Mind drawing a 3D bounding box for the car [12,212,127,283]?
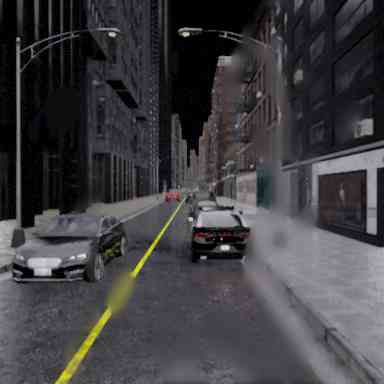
[{"bbox_3d":[-3.104,1.370,9.365,2.128,1.511,4.902,0,1,0],"label":"car"}]

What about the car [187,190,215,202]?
[{"bbox_3d":[0.894,0.874,27.501,2.150,2.045,5.566,0,1,0],"label":"car"}]

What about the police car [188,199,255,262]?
[{"bbox_3d":[0.896,1.276,11.584,1.930,1.638,5.238,0,1,0],"label":"police car"}]

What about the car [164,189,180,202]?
[{"bbox_3d":[-3.088,0.549,53.382,2.150,2.045,5.566,0,0,0],"label":"car"}]

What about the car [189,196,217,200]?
[{"bbox_3d":[0.894,1.230,21.475,1.837,1.490,4.892,0,1,0],"label":"car"}]

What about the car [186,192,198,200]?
[{"bbox_3d":[-0.015,0.690,63.316,2.128,1.511,4.902,0,1,0],"label":"car"}]

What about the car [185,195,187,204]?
[{"bbox_3d":[-0.008,0.888,48.687,1.837,1.490,4.892,0,1,0],"label":"car"}]
